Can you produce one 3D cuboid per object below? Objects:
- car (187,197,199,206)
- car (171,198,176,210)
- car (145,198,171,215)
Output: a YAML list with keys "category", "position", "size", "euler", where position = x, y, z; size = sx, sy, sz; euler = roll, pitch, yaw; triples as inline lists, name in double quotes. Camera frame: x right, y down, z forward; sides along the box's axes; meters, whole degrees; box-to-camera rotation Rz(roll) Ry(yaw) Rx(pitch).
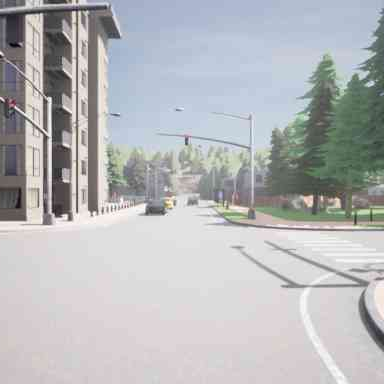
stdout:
- category: "car"
  position: [0.140, 1.535, 55.665]
  size: [2.033, 1.411, 5.357]
  euler: [0, 0, 0]
- category: "car"
  position: [-3.483, 1.468, 43.441]
  size: [1.882, 1.535, 5.008]
  euler: [0, 0, 0]
- category: "car"
  position: [-3.517, 1.470, 33.480]
  size: [1.882, 1.535, 5.008]
  euler: [0, 0, 0]
